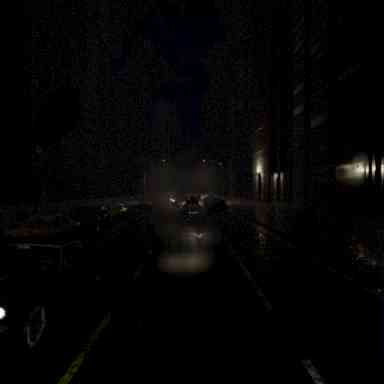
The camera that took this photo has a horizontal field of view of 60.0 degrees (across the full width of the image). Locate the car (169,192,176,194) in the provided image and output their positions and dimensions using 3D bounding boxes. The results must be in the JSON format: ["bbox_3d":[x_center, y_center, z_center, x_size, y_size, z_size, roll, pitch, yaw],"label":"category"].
[{"bbox_3d":[-5.734,1.130,81.247,1.967,1.590,4.097,0,0,0],"label":"car"}]

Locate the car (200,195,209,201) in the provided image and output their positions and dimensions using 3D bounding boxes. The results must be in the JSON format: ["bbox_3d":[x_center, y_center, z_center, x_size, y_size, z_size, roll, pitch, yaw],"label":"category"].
[{"bbox_3d":[2.789,1.275,75.573,1.947,1.339,4.313,0,0,0],"label":"car"}]

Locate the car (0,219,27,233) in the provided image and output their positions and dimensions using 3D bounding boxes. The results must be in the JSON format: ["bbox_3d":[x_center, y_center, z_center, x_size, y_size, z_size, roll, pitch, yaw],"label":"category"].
[{"bbox_3d":[-5.759,1.408,7.442,1.967,1.590,4.097,0,0,0],"label":"car"}]

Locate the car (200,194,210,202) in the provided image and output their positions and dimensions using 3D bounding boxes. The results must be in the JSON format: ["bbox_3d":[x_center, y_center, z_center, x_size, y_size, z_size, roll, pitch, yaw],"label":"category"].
[{"bbox_3d":[2.787,1.169,69.895,1.967,1.590,4.097,0,0,0],"label":"car"}]

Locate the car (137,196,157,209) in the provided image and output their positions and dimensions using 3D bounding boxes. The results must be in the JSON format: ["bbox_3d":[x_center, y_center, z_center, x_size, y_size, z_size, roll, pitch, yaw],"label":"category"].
[{"bbox_3d":[-5.748,1.354,41.337,1.752,1.417,4.829,0,0,0],"label":"car"}]

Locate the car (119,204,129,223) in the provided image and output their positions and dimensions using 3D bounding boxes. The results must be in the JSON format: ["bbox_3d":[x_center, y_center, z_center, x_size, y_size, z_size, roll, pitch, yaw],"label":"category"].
[{"bbox_3d":[-5.754,1.422,24.304,1.752,1.417,4.829,0,0,0],"label":"car"}]

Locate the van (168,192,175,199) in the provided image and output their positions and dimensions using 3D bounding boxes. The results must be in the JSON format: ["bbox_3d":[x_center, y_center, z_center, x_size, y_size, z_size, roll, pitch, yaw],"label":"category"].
[{"bbox_3d":[-5.730,0.992,92.602,1.690,1.788,3.998,0,0,0],"label":"van"}]

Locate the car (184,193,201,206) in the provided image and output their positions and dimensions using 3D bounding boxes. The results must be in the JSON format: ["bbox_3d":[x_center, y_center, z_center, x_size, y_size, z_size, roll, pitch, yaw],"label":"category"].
[{"bbox_3d":[0.019,1.298,51.488,1.837,1.490,4.892,0,0,0],"label":"car"}]

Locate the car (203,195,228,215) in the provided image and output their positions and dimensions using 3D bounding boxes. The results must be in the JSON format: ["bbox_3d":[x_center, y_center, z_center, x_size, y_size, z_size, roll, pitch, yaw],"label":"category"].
[{"bbox_3d":[2.372,1.340,32.682,1.882,1.535,5.008,0,0,0],"label":"car"}]

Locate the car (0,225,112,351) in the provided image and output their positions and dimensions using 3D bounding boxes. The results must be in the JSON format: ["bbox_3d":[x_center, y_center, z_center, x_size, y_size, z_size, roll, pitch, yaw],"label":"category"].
[{"bbox_3d":[-3.099,1.574,6.267,1.895,1.301,4.718,0,0,0],"label":"car"}]

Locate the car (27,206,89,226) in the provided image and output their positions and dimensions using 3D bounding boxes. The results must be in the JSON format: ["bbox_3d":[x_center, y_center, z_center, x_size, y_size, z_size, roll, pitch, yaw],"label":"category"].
[{"bbox_3d":[-5.758,1.470,12.950,1.752,1.417,4.829,0,0,0],"label":"car"}]

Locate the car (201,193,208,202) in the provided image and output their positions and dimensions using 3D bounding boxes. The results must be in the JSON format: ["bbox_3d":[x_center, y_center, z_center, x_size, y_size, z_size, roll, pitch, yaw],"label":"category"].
[{"bbox_3d":[2.781,1.228,52.862,1.967,1.590,4.097,0,0,0],"label":"car"}]

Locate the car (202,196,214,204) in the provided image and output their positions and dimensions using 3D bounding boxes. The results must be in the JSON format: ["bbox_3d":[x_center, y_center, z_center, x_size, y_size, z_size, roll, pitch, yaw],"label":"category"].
[{"bbox_3d":[2.783,1.334,58.541,1.947,1.339,4.313,0,0,0],"label":"car"}]

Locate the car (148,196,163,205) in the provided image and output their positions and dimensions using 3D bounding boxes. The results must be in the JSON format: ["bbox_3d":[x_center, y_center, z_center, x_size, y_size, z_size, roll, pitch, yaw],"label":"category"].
[{"bbox_3d":[-5.744,1.353,52.861,1.947,1.339,4.313,0,0,0],"label":"car"}]

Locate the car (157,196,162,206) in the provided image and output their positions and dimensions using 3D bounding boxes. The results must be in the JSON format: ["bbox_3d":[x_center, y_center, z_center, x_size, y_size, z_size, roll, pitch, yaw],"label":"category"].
[{"bbox_3d":[-5.746,1.352,47.184,1.887,1.381,4.507,0,0,0],"label":"car"}]

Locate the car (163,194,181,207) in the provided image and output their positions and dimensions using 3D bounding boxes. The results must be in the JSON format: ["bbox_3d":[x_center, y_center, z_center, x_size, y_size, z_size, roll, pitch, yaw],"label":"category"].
[{"bbox_3d":[-3.071,1.353,47.814,2.033,1.411,5.357,0,0,0],"label":"car"}]

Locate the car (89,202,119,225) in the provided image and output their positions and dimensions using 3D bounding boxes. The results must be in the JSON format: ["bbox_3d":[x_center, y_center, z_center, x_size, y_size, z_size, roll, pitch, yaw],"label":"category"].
[{"bbox_3d":[-5.756,1.486,18.798,1.947,1.339,4.313,0,0,0],"label":"car"}]
